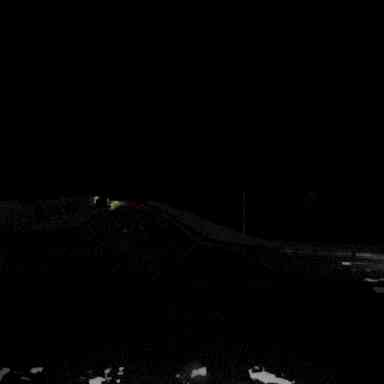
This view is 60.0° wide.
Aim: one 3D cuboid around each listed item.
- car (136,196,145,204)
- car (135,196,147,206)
[{"bbox_3d":[-10.495,1.663,67.531,1.837,1.490,4.892,0,0,-10],"label":"car"},{"bbox_3d":[-8.685,1.573,57.269,1.882,1.535,5.008,0,0,-10],"label":"car"}]
